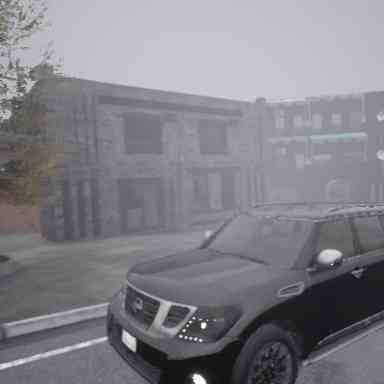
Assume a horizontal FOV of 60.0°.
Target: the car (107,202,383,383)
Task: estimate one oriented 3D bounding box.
[{"bbox_3d":[1.585,1.213,5.123,5.566,2.045,2.150,0,0,-35],"label":"car"}]
